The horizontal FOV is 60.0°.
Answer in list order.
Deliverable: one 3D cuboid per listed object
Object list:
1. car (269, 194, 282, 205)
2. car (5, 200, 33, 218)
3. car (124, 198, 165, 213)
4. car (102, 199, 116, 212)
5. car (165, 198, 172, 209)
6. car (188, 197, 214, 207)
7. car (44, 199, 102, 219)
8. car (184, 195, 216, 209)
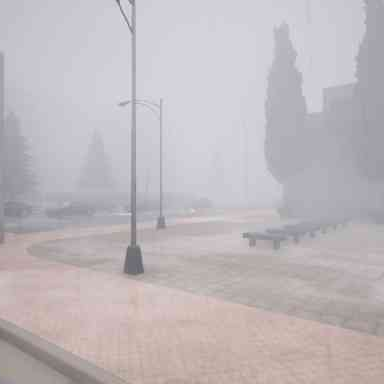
[{"bbox_3d":[15.659,1.564,58.009,1.994,1.385,4.181,0,0,38],"label":"car"},{"bbox_3d":[-16.239,1.505,28.491,1.837,1.490,4.892,0,0,39],"label":"car"},{"bbox_3d":[-5.469,1.564,36.640,1.994,1.385,4.181,0,0,38],"label":"car"},{"bbox_3d":[-10.454,1.491,35.918,2.128,1.511,4.902,0,0,38],"label":"car"},{"bbox_3d":[-4.688,1.505,43.390,1.837,1.490,4.892,0,0,38],"label":"car"},{"bbox_3d":[1.464,1.564,51.329,1.994,1.385,4.181,0,0,38],"label":"car"},{"bbox_3d":[-10.774,1.526,29.736,1.812,1.442,4.674,0,0,37],"label":"car"},{"bbox_3d":[0.873,1.505,44.860,1.837,1.490,4.892,0,0,38],"label":"car"}]
